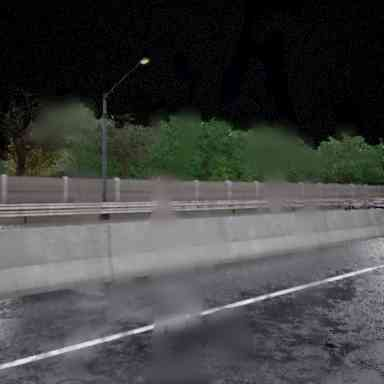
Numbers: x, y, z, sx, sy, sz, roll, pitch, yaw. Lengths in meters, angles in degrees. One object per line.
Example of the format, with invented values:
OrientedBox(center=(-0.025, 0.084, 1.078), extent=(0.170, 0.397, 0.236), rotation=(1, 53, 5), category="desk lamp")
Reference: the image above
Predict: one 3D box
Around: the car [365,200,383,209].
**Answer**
OrientedBox(center=(21.333, 1.671, 36.403), extent=(4.718, 1.301, 1.895), rotation=(0, 0, -35), category="car")

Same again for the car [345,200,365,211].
OrientedBox(center=(20.149, 1.636, 39.851), extent=(4.181, 1.385, 1.994), rotation=(0, 0, -35), category="car")
